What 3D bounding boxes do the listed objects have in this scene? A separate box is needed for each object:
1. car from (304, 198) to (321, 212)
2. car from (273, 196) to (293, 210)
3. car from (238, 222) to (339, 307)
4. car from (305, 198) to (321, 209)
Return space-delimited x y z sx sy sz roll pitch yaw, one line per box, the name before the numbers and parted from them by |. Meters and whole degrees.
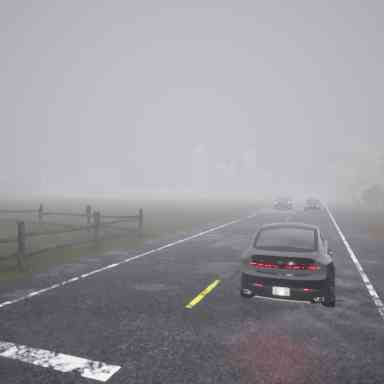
car | 14.213 1.535 39.107 2.033 1.411 5.357 0 0 21
car | 11.650 1.339 42.308 2.097 1.767 4.553 0 0 21
car | 2.429 1.501 8.126 1.837 1.490 4.892 0 0 21
car | 16.982 1.550 46.494 1.994 1.385 4.181 0 0 21
